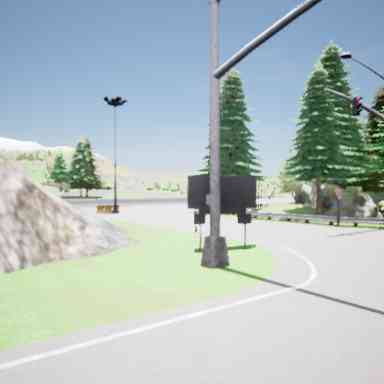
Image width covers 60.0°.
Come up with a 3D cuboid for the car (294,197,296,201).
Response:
[{"bbox_3d":[23.652,1.292,70.810,4.674,1.442,1.812,0,0,-36],"label":"car"}]
